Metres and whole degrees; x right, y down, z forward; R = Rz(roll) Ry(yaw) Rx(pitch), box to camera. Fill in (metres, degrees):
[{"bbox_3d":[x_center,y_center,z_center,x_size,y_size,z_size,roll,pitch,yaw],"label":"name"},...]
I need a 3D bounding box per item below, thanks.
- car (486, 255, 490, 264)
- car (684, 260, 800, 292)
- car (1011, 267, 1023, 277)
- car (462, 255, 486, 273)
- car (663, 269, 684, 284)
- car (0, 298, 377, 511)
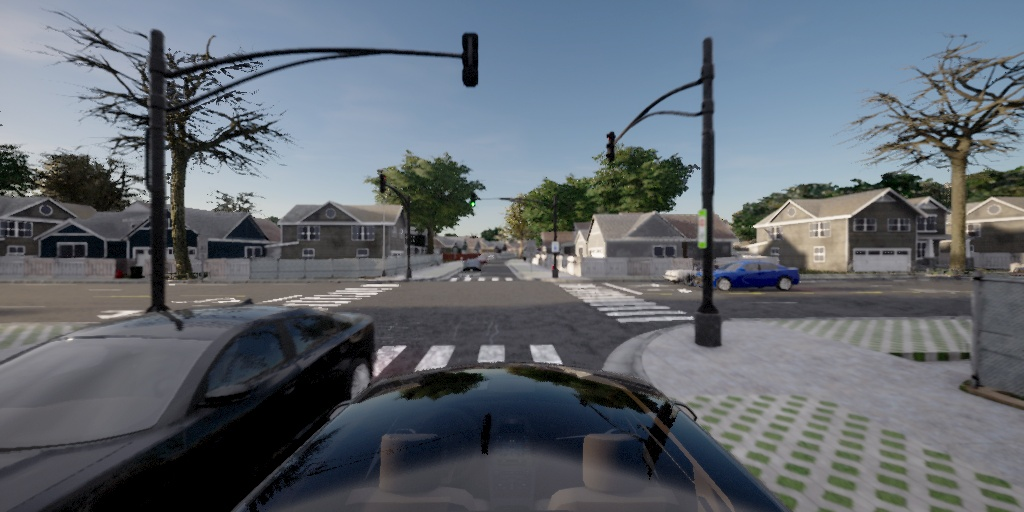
[{"bbox_3d":[-5.283,0.674,61.547,1.882,1.535,5.008,0,2,-2],"label":"car"},{"bbox_3d":[12.039,0.985,18.613,5.008,1.535,1.882,-1,0,-1],"label":"car"},{"bbox_3d":[34.857,0.833,22.361,5.357,1.411,2.033,-1,0,-1],"label":"car"},{"bbox_3d":[-4.109,0.971,37.670,2.033,1.411,5.357,0,1,-3],"label":"car"},{"bbox_3d":[11.847,1.101,21.861,4.718,1.301,1.895,0,0,-1],"label":"car"},{"bbox_3d":[-2.793,1.226,2.989,1.882,1.535,5.008,0,1,-1],"label":"car"}]
